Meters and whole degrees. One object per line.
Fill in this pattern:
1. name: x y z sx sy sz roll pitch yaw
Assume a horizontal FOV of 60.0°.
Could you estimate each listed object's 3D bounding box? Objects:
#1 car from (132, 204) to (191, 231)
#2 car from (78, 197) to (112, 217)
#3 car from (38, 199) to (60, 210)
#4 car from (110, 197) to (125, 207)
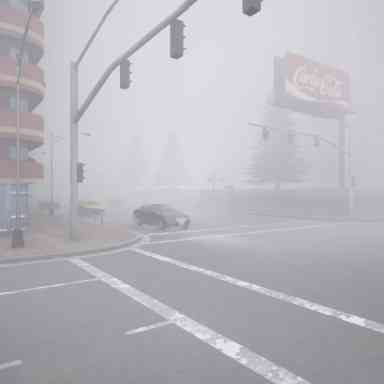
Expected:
1. car: -1.998 1.491 20.637 2.128 1.511 4.902 0 0 -36
2. car: -9.631 1.477 31.176 1.882 1.535 5.008 0 0 -36
3. car: -18.871 1.601 43.962 1.895 1.301 4.718 0 0 -36
4. car: -12.290 1.505 53.071 1.837 1.490 4.892 0 0 -36
